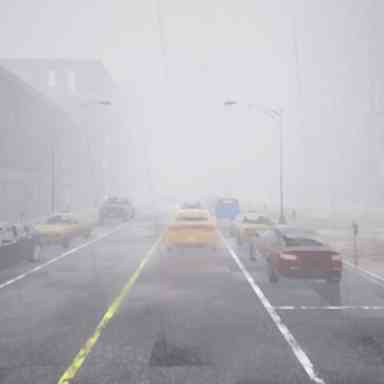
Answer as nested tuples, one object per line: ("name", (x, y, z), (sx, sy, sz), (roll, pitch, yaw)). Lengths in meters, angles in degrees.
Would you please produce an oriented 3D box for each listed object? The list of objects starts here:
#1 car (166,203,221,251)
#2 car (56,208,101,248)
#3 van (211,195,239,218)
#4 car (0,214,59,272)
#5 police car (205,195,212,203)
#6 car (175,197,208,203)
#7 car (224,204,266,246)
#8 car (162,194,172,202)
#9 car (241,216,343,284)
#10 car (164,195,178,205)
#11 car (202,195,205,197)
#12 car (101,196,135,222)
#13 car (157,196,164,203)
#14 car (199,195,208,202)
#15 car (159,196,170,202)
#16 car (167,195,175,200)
("car", (0.037, 1.455, 13.927), (1.882, 1.535, 5.008), (0, 0, 1))
("car", (-5.698, 1.501, 14.662), (1.752, 1.417, 4.829), (1, 0, 0))
("van", (2.669, 1.300, 25.981), (1.690, 1.788, 3.998), (1, 0, 0))
("car", (-5.691, 1.535, 9.261), (2.008, 1.369, 4.403), (1, 0, 0))
("police car", (3.077, 1.360, 42.149), (1.930, 1.638, 5.238), (0, 0, 0))
("car", (0.009, 1.447, 27.843), (2.128, 1.511, 4.902), (0, 0, 0))
("car", (2.681, 1.501, 15.011), (1.752, 1.417, 4.829), (1, 0, 0))
("car", (-5.779, 1.328, 76.098), (1.967, 1.590, 4.097), (1, 0, 0))
("car", (2.688, 1.567, 9.271), (1.802, 1.307, 4.206), (1, 0, 0))
("car", (-3.139, 1.405, 57.270), (2.128, 1.511, 4.902), (0, 0, 0))
("car", (3.047, 1.278, 49.010), (2.097, 1.767, 4.553), (0, 0, 0))
("car", (-5.710, 1.273, 25.970), (2.192, 1.841, 5.009), (1, 0, 0))
("car", (-5.766, 1.448, 64.959), (1.887, 1.381, 4.507), (1, 0, 0))
("car", (2.600, 1.440, 76.108), (2.008, 1.369, 4.403), (1, 0, 0))
("car", (-5.773, 1.461, 70.529), (1.947, 1.339, 4.313), (1, 0, 0))
("car", (-5.803, 1.449, 92.808), (1.802, 1.307, 4.206), (1, 0, 0))
